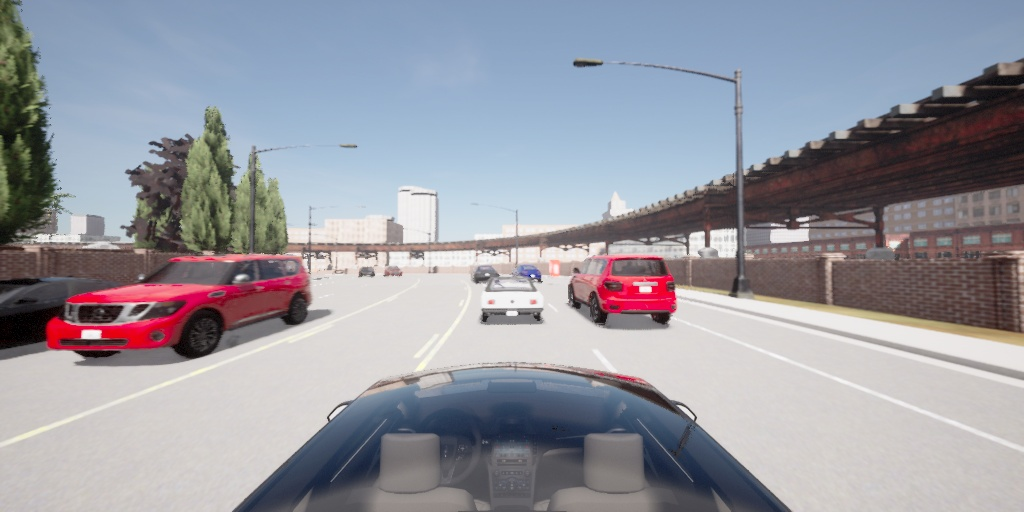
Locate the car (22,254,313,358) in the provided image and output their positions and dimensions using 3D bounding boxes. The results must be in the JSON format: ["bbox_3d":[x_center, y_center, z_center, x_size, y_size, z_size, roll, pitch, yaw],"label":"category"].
[{"bbox_3d":[-7.182,0.973,8.833,2.150,2.045,5.566,0,0,-1],"label":"car"}]

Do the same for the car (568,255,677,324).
[{"bbox_3d":[3.430,0.980,12.170,2.150,2.045,5.566,0,0,-2],"label":"car"}]

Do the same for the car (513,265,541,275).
[{"bbox_3d":[1.163,1.459,30.210,1.812,1.442,4.674,0,-1,-11],"label":"car"}]

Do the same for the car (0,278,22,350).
[{"bbox_3d":[-10.690,1.230,7.858,1.882,1.535,5.008,0,0,-1],"label":"car"}]

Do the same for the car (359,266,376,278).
[{"bbox_3d":[-19.395,2.130,48.001,1.882,1.535,5.008,1,-3,-24],"label":"car"}]

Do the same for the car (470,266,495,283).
[{"bbox_3d":[-2.302,1.485,29.679,1.994,1.385,4.181,0,-1,-12],"label":"car"}]

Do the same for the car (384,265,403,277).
[{"bbox_3d":[-16.768,2.093,50.677,2.097,1.767,4.553,1,-3,-25],"label":"car"}]

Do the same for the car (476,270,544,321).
[{"bbox_3d":[-0.094,1.358,12.545,1.895,1.301,4.718,0,0,-3],"label":"car"}]

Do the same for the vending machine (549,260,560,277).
[{"bbox_3d":[4.777,1.396,40.389,1.100,2.100,0.880,0,0,-16],"label":"vending machine"}]
